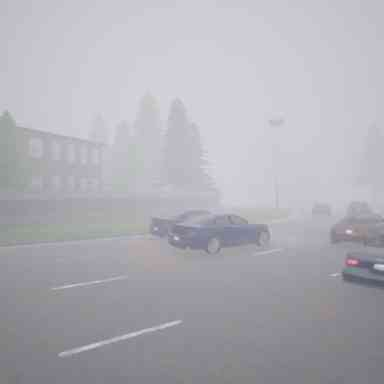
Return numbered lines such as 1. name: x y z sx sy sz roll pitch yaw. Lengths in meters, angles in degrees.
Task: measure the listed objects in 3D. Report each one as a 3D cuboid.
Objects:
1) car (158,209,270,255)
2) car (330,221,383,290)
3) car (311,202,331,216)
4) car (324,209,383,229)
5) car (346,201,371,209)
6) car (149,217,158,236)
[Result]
1. car: 1.274 1.601 14.036 5.008 1.535 1.882 0 0 -41
2. car: 5.792 1.628 8.571 5.357 1.411 2.033 1 -1 -42
3. car: 14.022 1.817 36.159 2.128 1.511 4.902 0 0 21
4. car: 8.248 1.710 15.845 1.994 1.385 4.181 0 -1 45
5. car: 15.984 1.644 32.007 2.097 1.767 4.553 0 -1 26
6. car: 0.096 1.631 17.664 5.008 1.535 1.882 0 0 -42
